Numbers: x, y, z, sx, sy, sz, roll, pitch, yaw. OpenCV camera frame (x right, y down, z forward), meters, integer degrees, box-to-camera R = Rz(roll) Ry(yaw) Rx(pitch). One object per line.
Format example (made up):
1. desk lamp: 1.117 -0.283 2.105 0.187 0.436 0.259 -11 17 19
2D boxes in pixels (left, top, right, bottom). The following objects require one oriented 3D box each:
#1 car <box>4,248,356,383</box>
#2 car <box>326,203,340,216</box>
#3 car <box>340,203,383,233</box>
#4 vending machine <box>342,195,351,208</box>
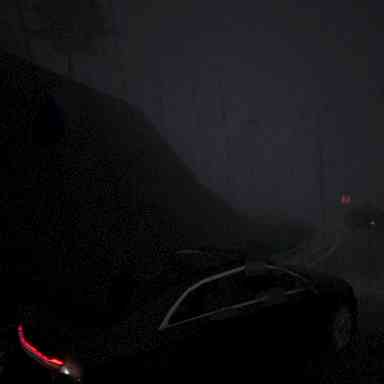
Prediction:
1. car: 0.365 1.513 4.336 4.902 1.511 2.128 0 0 -40
2. car: 15.991 1.782 35.428 1.895 1.301 4.718 0 0 1
3. car: 10.743 1.586 20.779 1.882 1.535 5.008 0 0 17
4. vending machine: 25.365 1.476 54.651 1.100 2.100 0.880 0 0 -11
